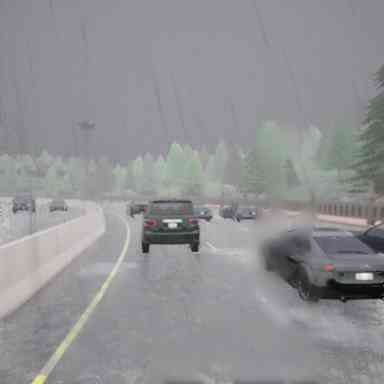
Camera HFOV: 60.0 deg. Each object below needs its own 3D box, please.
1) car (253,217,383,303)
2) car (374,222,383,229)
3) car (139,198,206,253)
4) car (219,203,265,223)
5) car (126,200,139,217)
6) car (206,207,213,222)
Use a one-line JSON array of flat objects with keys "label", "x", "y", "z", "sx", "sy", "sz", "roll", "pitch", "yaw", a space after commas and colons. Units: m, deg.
[{"label": "car", "x": 3.104, "y": 1.569, "z": 8.295, "sx": 1.994, "sy": 1.385, "sz": 4.181, "roll": 0, "pitch": 0, "yaw": -5}, {"label": "car", "x": 6.521, "y": 1.549, "z": 9.855, "sx": 2.033, "sy": 1.411, "sz": 5.357, "roll": 0, "pitch": 0, "yaw": -6}, {"label": "car", "x": -1.038, "y": 1.240, "z": 14.113, "sx": 2.150, "sy": 2.045, "sz": 5.566, "roll": 0, "pitch": 0, "yaw": -8}, {"label": "car", "x": 3.781, "y": 1.571, "z": 26.066, "sx": 2.033, "sy": 1.411, "sz": 5.357, "roll": 0, "pitch": 0, "yaw": -14}, {"label": "car", "x": -5.147, "y": 1.547, "z": 31.686, "sx": 1.837, "sy": 1.490, "sz": 4.892, "roll": 0, "pitch": 0, "yaw": -17}, {"label": "car", "x": 0.100, "y": 1.577, "z": 26.400, "sx": 2.033, "sy": 1.411, "sz": 5.357, "roll": 0, "pitch": 0, "yaw": -15}]
